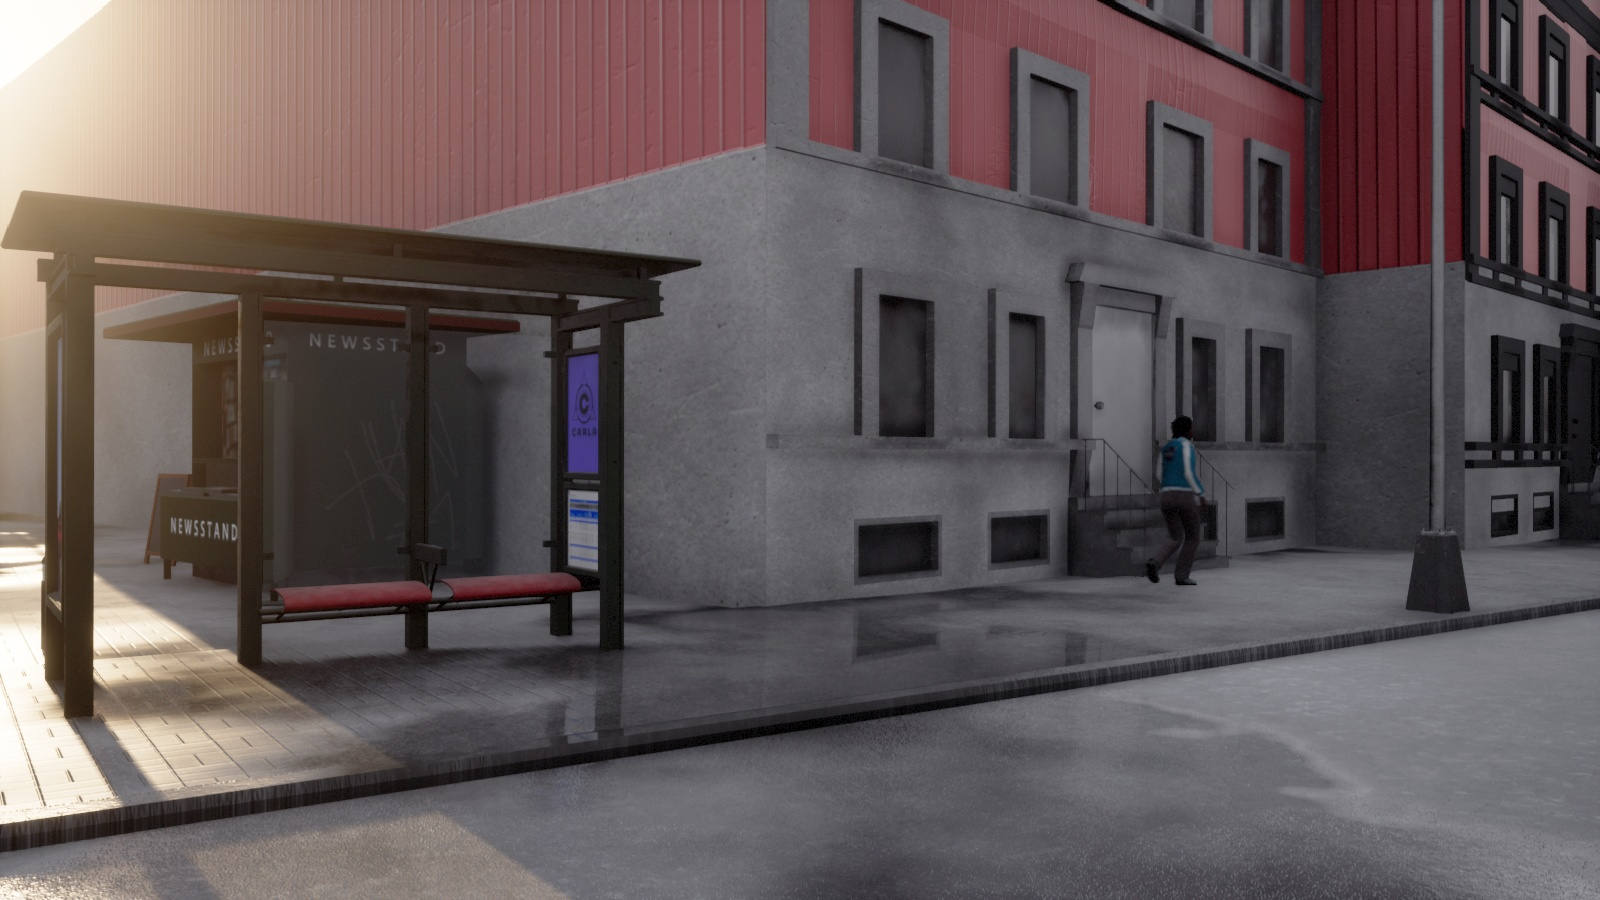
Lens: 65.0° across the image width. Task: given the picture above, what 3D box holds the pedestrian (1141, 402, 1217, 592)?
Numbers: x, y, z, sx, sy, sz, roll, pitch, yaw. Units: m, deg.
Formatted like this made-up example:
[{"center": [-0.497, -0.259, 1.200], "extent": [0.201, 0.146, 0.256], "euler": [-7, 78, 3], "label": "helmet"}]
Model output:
[{"center": [3.951, 0.475, 13.093], "extent": [0.692, 1.930, 0.396], "euler": [0, 0, -31], "label": "pedestrian"}]
